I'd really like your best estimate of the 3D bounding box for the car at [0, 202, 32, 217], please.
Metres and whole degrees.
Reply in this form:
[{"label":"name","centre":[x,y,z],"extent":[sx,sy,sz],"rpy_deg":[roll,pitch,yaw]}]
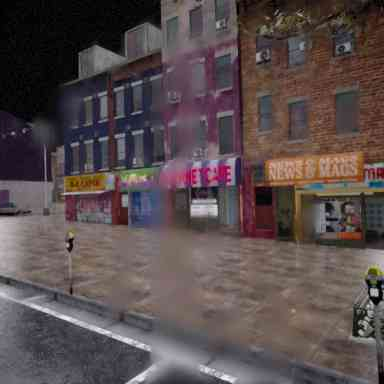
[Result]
[{"label":"car","centre":[-17.569,1.621,30.227],"extent":[2.033,1.411,5.357],"rpy_deg":[-2,-1,39]}]
